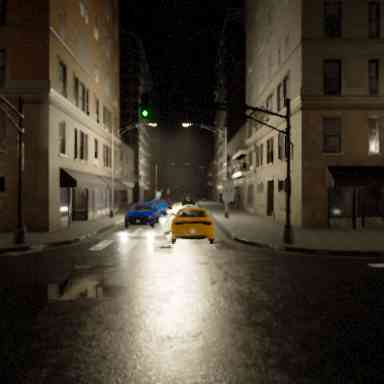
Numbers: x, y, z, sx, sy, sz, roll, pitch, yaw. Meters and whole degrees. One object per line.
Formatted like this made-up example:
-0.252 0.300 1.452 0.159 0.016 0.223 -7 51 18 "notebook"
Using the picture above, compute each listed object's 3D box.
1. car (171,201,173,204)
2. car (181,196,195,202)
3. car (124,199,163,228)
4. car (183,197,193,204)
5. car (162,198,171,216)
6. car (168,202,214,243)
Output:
-3.458 1.543 43.240 2.033 1.411 5.357 0 0 -1 "car"
-0.590 1.347 52.990 2.097 1.767 4.553 0 0 -1 "car"
-3.269 1.484 22.468 1.882 1.535 5.008 0 0 -1 "car"
-0.723 1.597 62.771 1.895 1.301 4.718 0 0 -1 "car"
-3.391 1.478 32.651 1.882 1.535 5.008 0 0 0 "car"
0.001 1.489 16.302 1.882 1.535 5.008 0 0 -1 "car"
